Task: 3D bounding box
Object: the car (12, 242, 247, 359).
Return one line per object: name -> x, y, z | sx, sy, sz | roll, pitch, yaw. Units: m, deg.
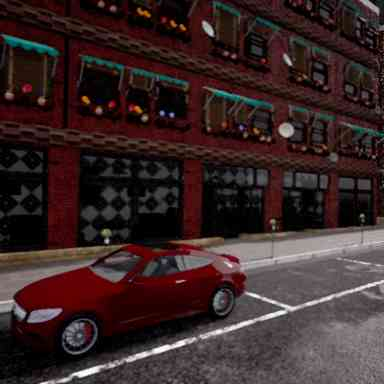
car -> -0.835, 1.604, 5.951 | 4.206, 1.307, 1.802 | 1, 1, -35
